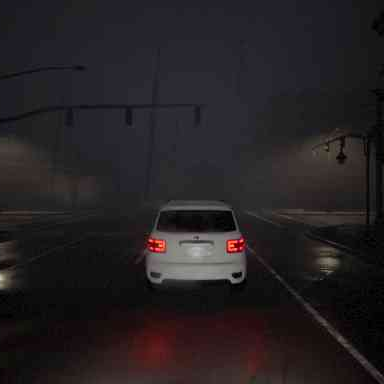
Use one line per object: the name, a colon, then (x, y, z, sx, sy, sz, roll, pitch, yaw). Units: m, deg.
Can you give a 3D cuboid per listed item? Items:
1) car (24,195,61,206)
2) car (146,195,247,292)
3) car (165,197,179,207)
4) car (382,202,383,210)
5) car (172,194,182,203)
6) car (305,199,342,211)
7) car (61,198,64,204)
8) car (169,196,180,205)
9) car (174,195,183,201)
car: (-23.303, 1.295, 51.024, 4.611, 1.667, 2.242, 0, 0, 1)
car: (0.089, 1.221, 9.091, 2.150, 2.045, 5.566, 0, 0, 0)
car: (-3.120, 1.547, 52.584, 2.033, 1.411, 5.357, 0, 0, 0)
car: (25.434, 1.524, 41.011, 4.674, 1.442, 1.812, 0, 0, 0)
car: (-3.202, 1.355, 72.164, 2.097, 1.767, 4.553, 0, 0, 0)
car: (16.225, 1.564, 41.091, 4.181, 1.385, 1.994, 0, 0, 0)
car: (-24.018, 1.456, 56.775, 3.806, 1.475, 1.970, 0, 0, 1)
car: (-3.183, 1.478, 62.161, 1.882, 1.535, 5.008, 0, 0, 0)
car: (-3.287, 1.539, 82.512, 2.033, 1.411, 5.357, 0, 0, 0)
